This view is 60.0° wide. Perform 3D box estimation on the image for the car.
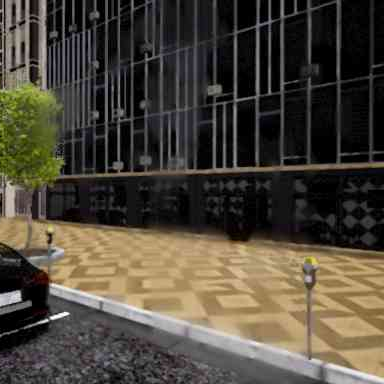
[{"bbox_3d":[-4.272,1.527,5.904,4.313,1.339,1.947,0,0,35],"label":"car"}]
